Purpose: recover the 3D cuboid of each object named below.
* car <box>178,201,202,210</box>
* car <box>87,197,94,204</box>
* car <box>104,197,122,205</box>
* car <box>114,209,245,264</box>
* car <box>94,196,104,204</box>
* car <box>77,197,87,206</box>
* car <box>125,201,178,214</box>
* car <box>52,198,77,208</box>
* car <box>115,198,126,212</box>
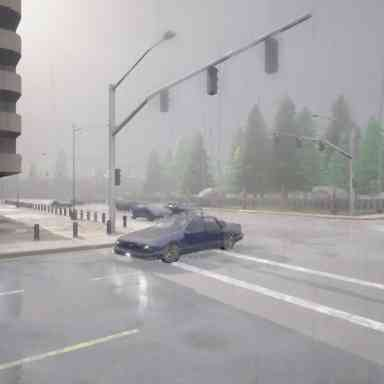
[{"bbox_3d":[-0.904,1.547,29.690,2.128,1.511,4.902,0,0,-36],"label":"car"},{"bbox_3d":[-20.812,1.656,62.924,1.895,1.301,4.718,0,0,-36],"label":"car"},{"bbox_3d":[-13.237,1.581,58.568,1.812,1.442,4.674,0,0,-36],"label":"car"},{"bbox_3d":[-0.164,1.547,12.202,2.033,1.411,5.357,0,0,42],"label":"car"},{"bbox_3d":[-18.741,1.547,66.014,2.128,1.511,4.902,0,0,-36],"label":"car"},{"bbox_3d":[-19.539,1.656,55.094,1.895,1.301,4.718,0,0,-36],"label":"car"},{"bbox_3d":[-3.370,1.581,27.172,1.812,1.442,4.674,0,0,-37],"label":"car"},{"bbox_3d":[-18.921,1.603,48.280,2.033,1.411,5.357,0,0,-36],"label":"car"},{"bbox_3d":[-6.848,1.656,37.753,1.895,1.301,4.718,0,0,-36],"label":"car"}]
